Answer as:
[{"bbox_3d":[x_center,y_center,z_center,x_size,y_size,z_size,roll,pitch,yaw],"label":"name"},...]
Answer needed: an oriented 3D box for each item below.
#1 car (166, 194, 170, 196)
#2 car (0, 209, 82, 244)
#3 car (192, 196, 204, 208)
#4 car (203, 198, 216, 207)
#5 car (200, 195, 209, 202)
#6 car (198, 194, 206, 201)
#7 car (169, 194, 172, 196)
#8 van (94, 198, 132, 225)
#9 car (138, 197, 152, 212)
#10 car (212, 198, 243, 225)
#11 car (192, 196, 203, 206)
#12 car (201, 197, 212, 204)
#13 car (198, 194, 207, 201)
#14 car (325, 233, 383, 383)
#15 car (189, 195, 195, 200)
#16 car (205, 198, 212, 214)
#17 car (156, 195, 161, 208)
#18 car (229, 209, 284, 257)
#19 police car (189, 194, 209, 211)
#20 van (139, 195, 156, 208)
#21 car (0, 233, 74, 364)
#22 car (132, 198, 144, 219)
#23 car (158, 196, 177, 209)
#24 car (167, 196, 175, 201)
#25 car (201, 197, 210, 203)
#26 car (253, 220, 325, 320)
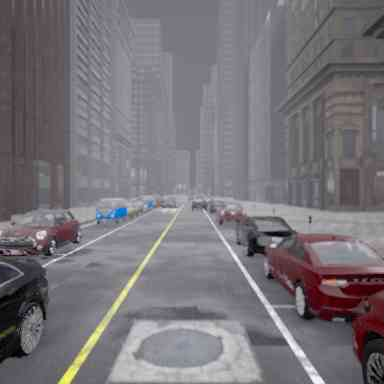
[{"bbox_3d":[-5.792,1.606,63.561,1.947,1.339,4.313,0,0,0],"label":"car"},{"bbox_3d":[-5.771,1.445,12.832,1.967,1.590,4.097,0,0,0],"label":"car"},{"bbox_3d":[0.878,1.485,51.185,1.801,1.575,5.366,0,0,0],"label":"car"},{"bbox_3d":[2.738,1.613,52.297,1.802,1.307,4.206,0,0,0],"label":"car"},{"bbox_3d":[2.727,1.493,74.843,1.967,1.590,4.097,0,0,0],"label":"car"},{"bbox_3d":[2.720,1.393,91.751,2.192,1.841,5.009,0,0,0],"label":"car"},{"bbox_3d":[-5.795,1.596,69.197,2.008,1.369,4.403,0,0,0],"label":"car"},{"bbox_3d":[-5.776,1.350,24.105,1.690,1.788,3.998,0,0,0],"label":"van"},{"bbox_3d":[-5.780,1.567,35.377,2.008,1.369,4.403,0,0,0],"label":"car"},{"bbox_3d":[2.749,1.450,24.115,1.967,1.590,4.097,0,0,0],"label":"car"},{"bbox_3d":[0.876,1.512,56.995,1.882,1.535,5.008,0,0,0],"label":"car"},{"bbox_3d":[2.733,1.622,63.570,1.802,1.307,4.206,0,0,0],"label":"car"},{"bbox_3d":[2.722,1.384,86.114,2.192,1.841,5.009,0,0,0],"label":"car"},{"bbox_3d":[2.758,1.316,1.571,2.192,1.841,5.009,0,0,0],"label":"car"},{"bbox_3d":[-0.040,1.484,94.476,1.837,1.490,4.892,0,0,0],"label":"car"},{"bbox_3d":[2.745,1.583,35.388,1.947,1.339,4.313,0,0,0],"label":"car"},{"bbox_3d":[-5.786,1.465,46.651,1.967,1.590,4.097,0,0,0],"label":"car"},{"bbox_3d":[2.754,1.571,12.843,1.947,1.339,4.313,0,0,0],"label":"car"},{"bbox_3d":[0.883,1.446,41.105,1.930,1.638,5.238,0,0,0],"label":"police car"},{"bbox_3d":[-5.784,1.362,41.014,1.690,1.788,3.998,0,0,0],"label":"van"},{"bbox_3d":[-3.102,1.493,3.197,2.128,1.511,4.902,0,0,0],"label":"car"},{"bbox_3d":[-5.778,1.538,29.571,1.752,1.417,4.829,0,0,0],"label":"car"},{"bbox_3d":[-3.103,1.589,45.705,1.994,1.385,4.181,0,0,0],"label":"car"},{"bbox_3d":[-5.804,1.659,91.744,1.802,1.307,4.206,0,0,0],"label":"car"},{"bbox_3d":[2.730,1.628,69.207,1.802,1.307,4.206,0,0,0],"label":"car"},{"bbox_3d":[2.756,1.548,7.207,1.887,1.381,4.507,0,0,0],"label":"car"}]
